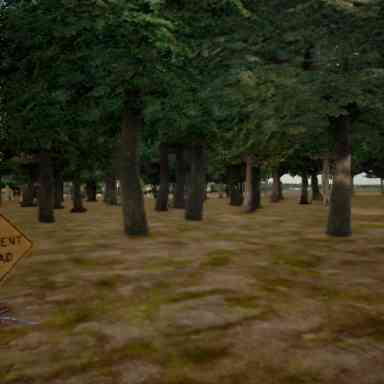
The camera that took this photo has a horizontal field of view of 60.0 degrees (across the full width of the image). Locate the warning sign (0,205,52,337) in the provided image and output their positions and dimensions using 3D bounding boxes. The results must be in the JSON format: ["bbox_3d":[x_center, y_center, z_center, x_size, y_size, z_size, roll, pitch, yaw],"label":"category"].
[{"bbox_3d":[-3.105,1.163,5.208,1.060,1.860,1.300,0,-1,38],"label":"warning sign"}]
